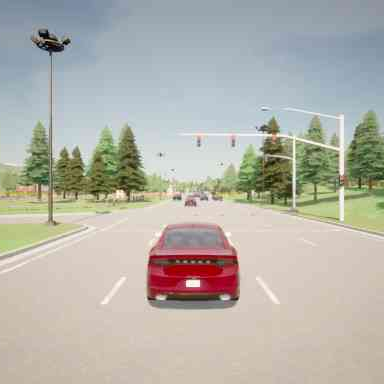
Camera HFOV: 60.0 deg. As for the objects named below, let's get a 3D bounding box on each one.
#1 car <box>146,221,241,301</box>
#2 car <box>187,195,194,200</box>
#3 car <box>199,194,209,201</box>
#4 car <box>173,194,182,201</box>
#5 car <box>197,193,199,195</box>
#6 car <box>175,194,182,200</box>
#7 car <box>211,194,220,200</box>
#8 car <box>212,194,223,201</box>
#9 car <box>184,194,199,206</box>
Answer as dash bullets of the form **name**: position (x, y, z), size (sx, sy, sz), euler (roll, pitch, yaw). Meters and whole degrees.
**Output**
- **car**: position (0.031, 1.478, 8.398), size (1.882, 1.535, 5.008), euler (0, 0, 0)
- **car**: position (-0.364, 1.427, 94.062), size (1.895, 1.301, 4.718), euler (0, 0, 0)
- **car**: position (3.175, 1.516, 84.043), size (1.812, 1.442, 4.674), euler (0, 0, 0)
- **car**: position (-3.824, 1.469, 83.599), size (1.882, 1.535, 5.008), euler (0, 0, 0)
- **car**: position (3.136, 1.357, 94.046), size (2.128, 1.511, 4.902), euler (0, 0, 0)
- **car**: position (-3.864, 1.310, 94.019), size (1.882, 1.535, 5.008), euler (0, 0, 0)
- **car**: position (6.636, 1.372, 94.060), size (2.033, 1.411, 5.357), euler (0, 0, 0)
- **car**: position (6.676, 1.516, 83.640), size (2.128, 1.511, 4.902), euler (0, 0, 0)
- **car**: position (-0.204, 1.525, 53.000), size (1.812, 1.442, 4.674), euler (0, 0, 0)
